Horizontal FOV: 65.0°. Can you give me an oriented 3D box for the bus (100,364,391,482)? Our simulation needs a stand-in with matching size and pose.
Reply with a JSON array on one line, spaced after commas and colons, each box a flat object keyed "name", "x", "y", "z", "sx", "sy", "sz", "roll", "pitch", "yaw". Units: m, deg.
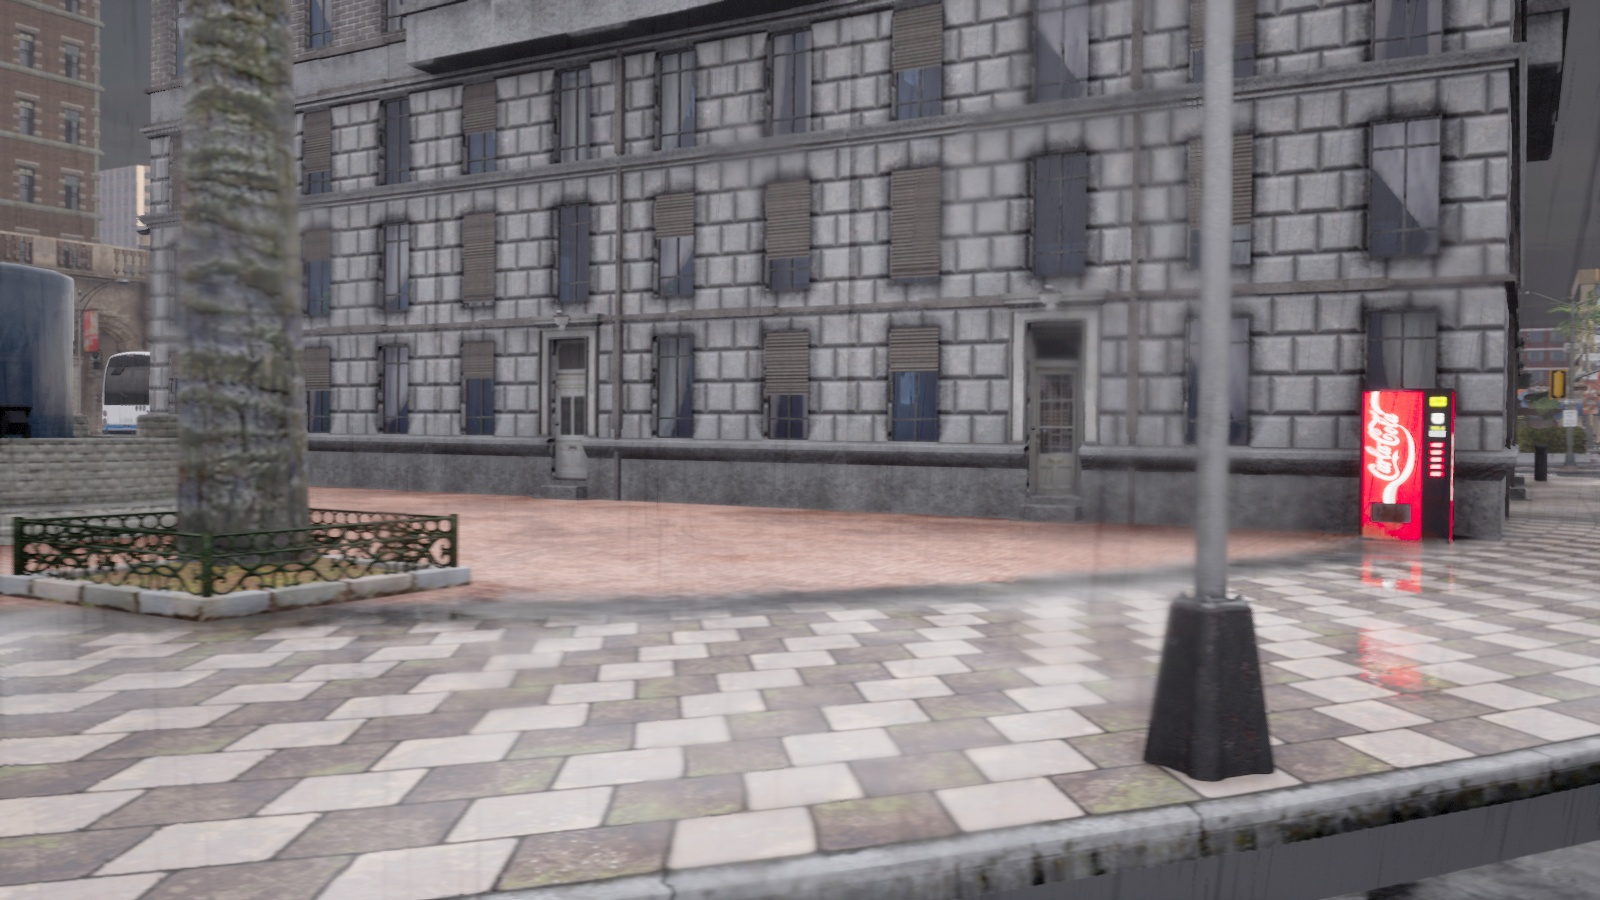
[{"name": "bus", "x": -21.904, "y": -1.098, "z": 50.524, "sx": 3.944, "sy": 4.253, "sz": 10.273, "roll": 0, "pitch": 1, "yaw": 30}]
